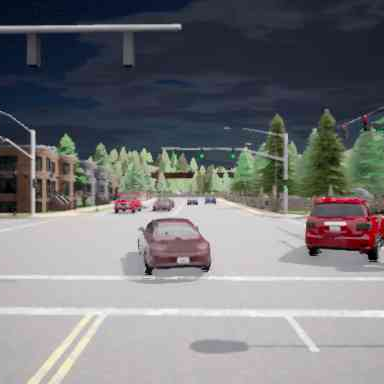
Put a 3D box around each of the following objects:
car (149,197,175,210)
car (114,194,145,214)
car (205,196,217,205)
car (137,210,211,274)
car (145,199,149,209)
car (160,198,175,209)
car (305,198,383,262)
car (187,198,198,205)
[{"bbox_3d":[-3.588,1.420,40.485,2.097,1.767,4.553,0,0,0],"label":"car"},{"bbox_3d":[-7.063,1.285,37.217,2.150,2.045,5.566,0,0,2],"label":"car"},{"bbox_3d":[3.521,1.459,63.633,2.097,1.767,4.553,0,0,0],"label":"car"},{"bbox_3d":[-0.697,1.543,10.598,1.812,1.442,4.674,0,0,-12],"label":"car"},{"bbox_3d":[-7.078,1.605,46.615,1.812,1.442,4.674,0,0,1],"label":"car"},{"bbox_3d":[-3.567,1.647,49.092,1.994,1.385,4.181,0,0,0],"label":"car"},{"bbox_3d":[5.979,1.244,12.663,2.150,2.045,5.566,-2,-1,34],"label":"car"},{"bbox_3d":[0.109,1.701,59.479,1.895,1.301,4.718,0,0,0],"label":"car"}]
